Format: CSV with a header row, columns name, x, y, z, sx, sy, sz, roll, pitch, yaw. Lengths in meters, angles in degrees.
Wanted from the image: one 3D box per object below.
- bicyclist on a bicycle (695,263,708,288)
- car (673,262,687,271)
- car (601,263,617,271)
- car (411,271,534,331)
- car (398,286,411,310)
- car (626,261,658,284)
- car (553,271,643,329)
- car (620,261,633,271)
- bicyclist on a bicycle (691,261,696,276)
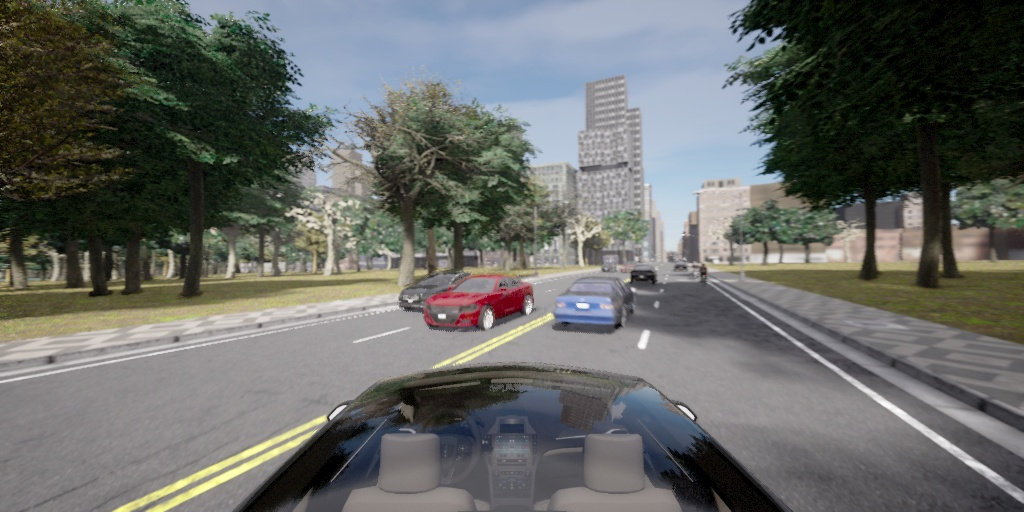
name,x,y,z,sx,sy,sz,roll,pitch,yaw
bicyclist on a bicycle,12.718,1.324,23.783,0.582,1.620,1.656,-1,-1,24
car,26.783,1.649,57.019,1.882,1.535,5.008,-1,-1,24
car,14.679,1.760,54.306,1.837,1.490,4.892,-1,-1,24
car,-0.856,1.351,11.852,1.882,1.535,5.008,-1,-1,24
car,-2.779,1.441,15.500,1.837,1.490,4.892,-1,-1,24
car,10.947,1.442,29.705,1.882,1.535,5.008,-1,-1,24
car,2.897,1.380,11.783,2.033,1.411,5.357,-1,-1,24
car,16.622,1.538,50.724,2.097,1.767,4.553,-1,-1,24
bicyclist on a bicycle,16.901,1.317,33.093,0.659,1.776,1.843,-1,-1,24
